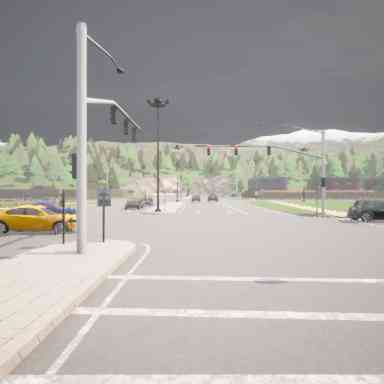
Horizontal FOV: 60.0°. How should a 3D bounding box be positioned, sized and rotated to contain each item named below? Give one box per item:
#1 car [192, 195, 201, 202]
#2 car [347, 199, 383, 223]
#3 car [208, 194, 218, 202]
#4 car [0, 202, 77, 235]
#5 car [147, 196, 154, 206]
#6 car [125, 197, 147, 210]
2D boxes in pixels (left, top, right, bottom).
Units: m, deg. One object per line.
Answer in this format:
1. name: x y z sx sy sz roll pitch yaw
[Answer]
1. car: 0.866 1.358 69.850 2.128 1.511 4.902 0 0 1
2. car: 14.234 1.352 24.996 4.553 1.767 2.097 0 0 0
3. car: 4.366 1.188 69.775 2.097 1.767 4.553 0 0 1
4. car: -8.440 1.477 18.137 5.008 1.535 1.882 0 0 0
5. car: -7.430 1.491 54.373 2.128 1.511 4.902 0 0 1
6. car: -7.577 1.526 44.005 1.812 1.442 4.674 0 0 0
